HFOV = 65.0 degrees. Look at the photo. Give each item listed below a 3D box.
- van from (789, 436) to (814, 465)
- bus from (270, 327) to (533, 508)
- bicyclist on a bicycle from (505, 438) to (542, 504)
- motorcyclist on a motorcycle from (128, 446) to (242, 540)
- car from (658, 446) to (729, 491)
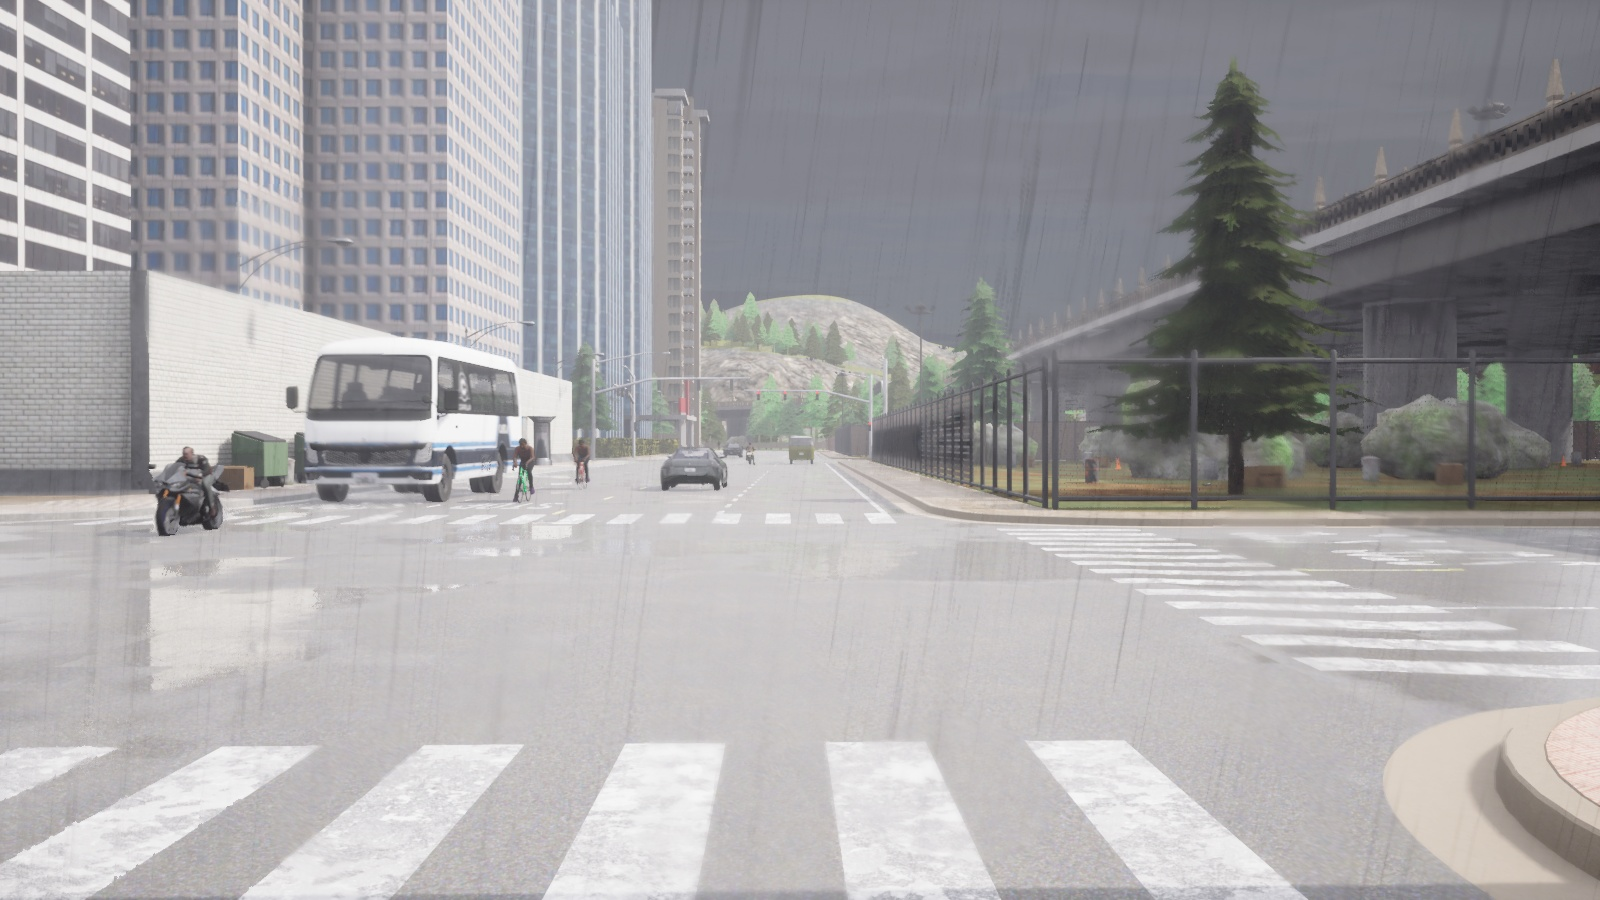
[{"bbox_3d":[0.106,-0.003,89.002,1.775,1.987,4.442,0,0,0],"label":"van"},{"bbox_3d":[-10.448,-0.834,34.625,3.944,4.253,10.273,0,1,0],"label":"bus"},{"bbox_3d":[-6.952,0.515,31.641,0.582,1.620,1.656,0,1,0],"label":"bicyclist on a bicycle"},{"bbox_3d":[-10.462,0.697,21.463,0.866,1.530,2.191,0,0,0],"label":"motorcyclist on a motorcycle"},{"bbox_3d":[-3.442,0.574,41.418,1.994,1.385,4.181,0,0,0],"label":"car"}]
